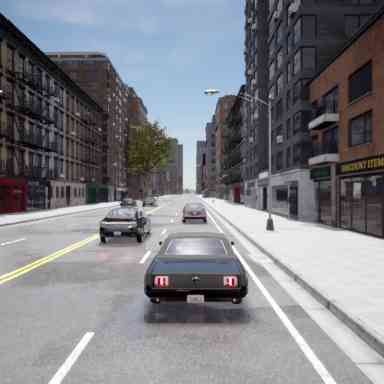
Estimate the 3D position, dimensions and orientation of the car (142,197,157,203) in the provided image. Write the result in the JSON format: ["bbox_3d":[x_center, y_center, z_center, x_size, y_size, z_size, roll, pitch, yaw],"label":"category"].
[{"bbox_3d":[-6.439,1.555,50.743,1.837,1.490,4.892,0,0,1],"label":"car"}]

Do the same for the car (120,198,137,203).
[{"bbox_3d":[-9.691,1.614,50.657,1.994,1.385,4.181,0,0,1],"label":"car"}]

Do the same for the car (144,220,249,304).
[{"bbox_3d":[0.111,1.602,8.101,1.895,1.301,4.718,0,0,1],"label":"car"}]

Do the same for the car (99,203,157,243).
[{"bbox_3d":[-3.110,1.497,16.151,2.128,1.511,4.902,0,0,-1],"label":"car"}]

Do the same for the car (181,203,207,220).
[{"bbox_3d":[0.164,1.560,25.863,2.033,1.411,5.357,0,0,-1],"label":"car"}]
